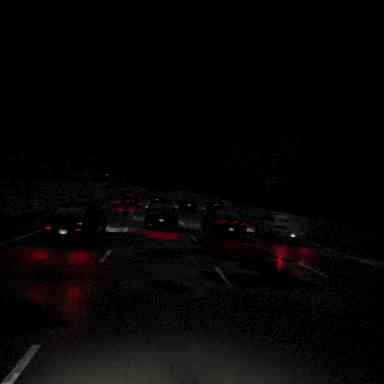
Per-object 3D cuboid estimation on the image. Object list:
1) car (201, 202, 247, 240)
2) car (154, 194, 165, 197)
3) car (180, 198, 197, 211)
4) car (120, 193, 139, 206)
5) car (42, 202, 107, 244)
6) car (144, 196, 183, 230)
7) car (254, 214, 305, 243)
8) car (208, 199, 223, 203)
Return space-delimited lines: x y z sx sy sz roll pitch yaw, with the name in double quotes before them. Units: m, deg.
"car" 1.743 1.703 19.240 1.882 1.535 5.008 5 0 -6
"car" -4.046 1.070 40.733 2.128 1.511 4.902 5 1 -6
"car" -0.535 1.466 40.614 1.994 1.385 4.181 5 1 -6
"car" -7.463 0.798 39.870 1.812 1.442 4.674 5 1 -6
"car" -4.691 1.165 13.799 1.812 1.442 4.674 5 0 -6
"car" -1.924 1.369 20.757 1.882 1.535 5.008 5 0 -6
"car" 5.163 2.062 20.013 1.812 1.442 4.674 5 0 -6
"car" 2.860 1.694 41.713 2.128 1.511 4.902 5 1 -6
